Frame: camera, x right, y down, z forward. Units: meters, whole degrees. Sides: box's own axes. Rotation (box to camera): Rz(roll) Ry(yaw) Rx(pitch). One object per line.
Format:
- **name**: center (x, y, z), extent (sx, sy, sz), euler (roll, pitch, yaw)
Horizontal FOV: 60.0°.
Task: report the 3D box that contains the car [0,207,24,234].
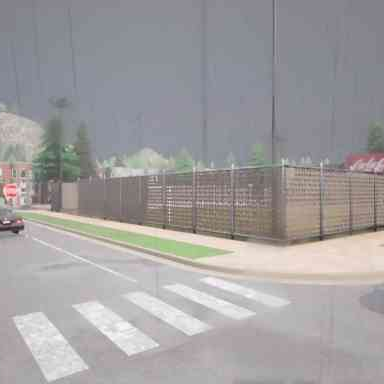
- **car**: center (-10.974, 1.537, 18.085), extent (5.357, 1.411, 2.033), euler (0, 0, 43)
